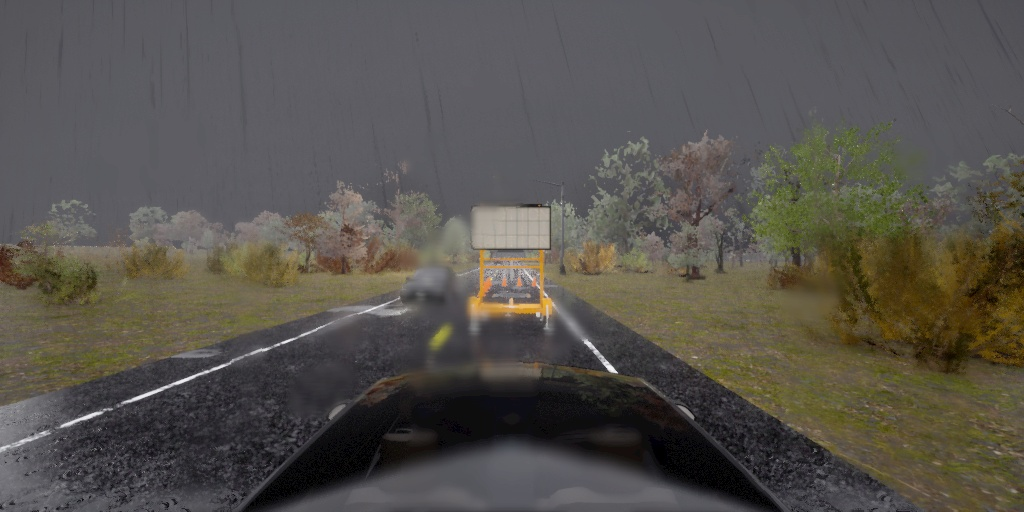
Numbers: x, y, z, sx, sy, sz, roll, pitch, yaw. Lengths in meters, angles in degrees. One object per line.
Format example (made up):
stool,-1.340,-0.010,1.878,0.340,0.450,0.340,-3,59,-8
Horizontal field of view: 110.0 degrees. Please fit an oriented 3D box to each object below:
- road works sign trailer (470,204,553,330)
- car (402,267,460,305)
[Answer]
road works sign trailer,-0.008,0.214,11.042,2.380,3.560,2.880,0,0,0
car,-3.512,1.254,16.233,1.837,1.490,4.892,0,0,0
